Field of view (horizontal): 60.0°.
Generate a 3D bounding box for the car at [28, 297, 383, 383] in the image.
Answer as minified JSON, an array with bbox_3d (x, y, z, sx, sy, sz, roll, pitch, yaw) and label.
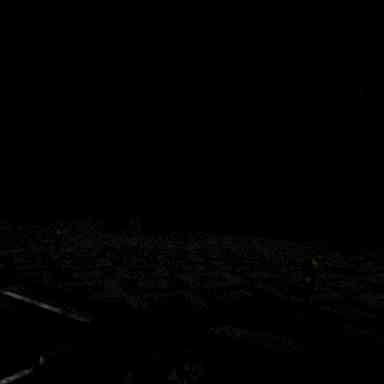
[{"bbox_3d":[0.401,1.583,2.675,4.206,1.307,1.802,0,0,36],"label":"car"}]
